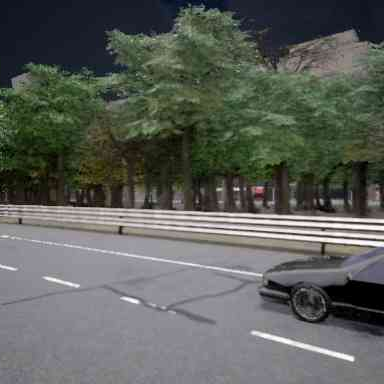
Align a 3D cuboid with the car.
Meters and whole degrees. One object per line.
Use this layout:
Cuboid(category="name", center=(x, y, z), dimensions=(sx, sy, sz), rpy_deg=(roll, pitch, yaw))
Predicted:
Cuboid(category="car", center=(3.848, 1.548, 5.423), dimensions=(5.357, 1.411, 2.033), rpy_deg=(0, 0, 36))
